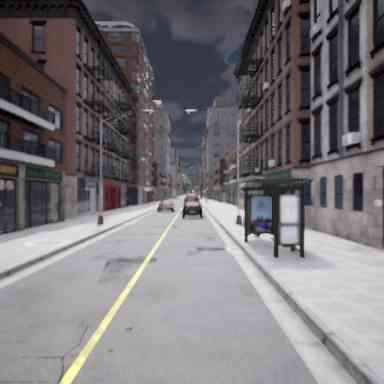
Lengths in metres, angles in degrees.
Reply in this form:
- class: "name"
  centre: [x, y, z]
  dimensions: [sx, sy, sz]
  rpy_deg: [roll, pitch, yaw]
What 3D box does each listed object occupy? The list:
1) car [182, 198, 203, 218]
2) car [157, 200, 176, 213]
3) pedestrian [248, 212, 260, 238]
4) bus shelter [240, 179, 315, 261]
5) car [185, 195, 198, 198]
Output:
- class: "car"
  centre: [0.053, 1.610, 31.961]
  dimensions: [1.882, 1.535, 5.008]
  rpy_deg: [0, 0, 0]
- class: "car"
  centre: [-3.110, 1.691, 40.485]
  dimensions: [1.812, 1.442, 4.674]
  rpy_deg: [0, 0, 0]
- class: "pedestrian"
  centre: [2.796, 1.207, 15.465]
  dimensions: [0.375, 1.860, 0.375]
  rpy_deg: [0, 0, -10]
- class: "bus shelter"
  centre: [3.128, 0.931, 12.958]
  dimensions: [1.920, 2.740, 3.880]
  rpy_deg: [0, 0, 0]
- class: "car"
  centre: [0.007, 1.408, 45.620]
  dimensions: [2.150, 2.045, 5.566]
  rpy_deg: [0, 0, 1]
